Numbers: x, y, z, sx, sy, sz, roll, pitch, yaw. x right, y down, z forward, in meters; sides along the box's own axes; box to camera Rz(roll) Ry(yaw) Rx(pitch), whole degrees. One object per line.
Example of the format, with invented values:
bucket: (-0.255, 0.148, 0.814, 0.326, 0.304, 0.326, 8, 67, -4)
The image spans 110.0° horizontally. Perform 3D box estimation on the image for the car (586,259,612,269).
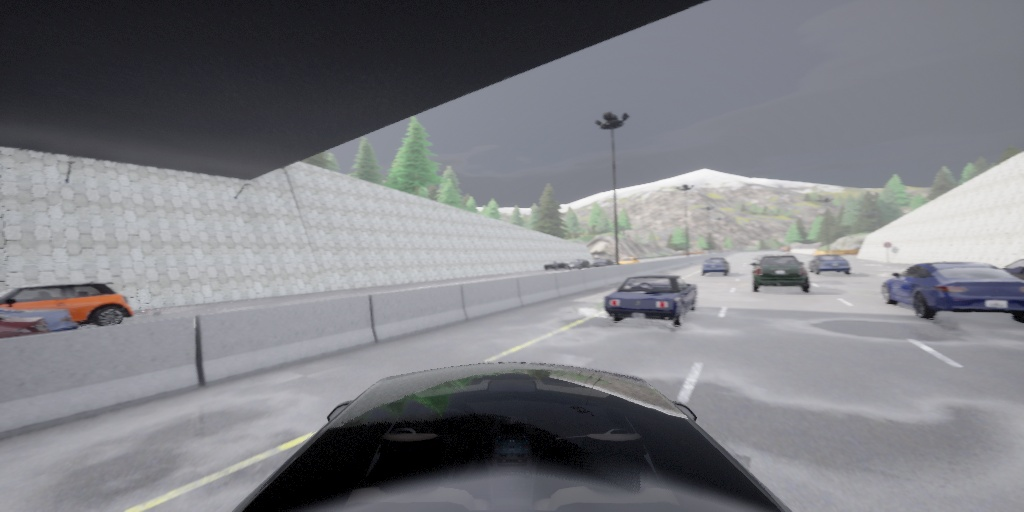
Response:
car: (12.237, 1.074, 48.106, 2.033, 1.411, 5.357, -2, 0, 34)

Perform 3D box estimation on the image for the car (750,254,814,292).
car: (13.031, 0.699, 17.630, 2.097, 1.767, 4.553, -2, 0, 34)

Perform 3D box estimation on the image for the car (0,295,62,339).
car: (-11.683, 1.729, 6.169, 1.812, 1.442, 4.674, -2, 0, 34)

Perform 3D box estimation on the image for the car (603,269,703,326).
car: (4.508, 1.230, 11.153, 1.895, 1.301, 4.718, -2, 0, 34)

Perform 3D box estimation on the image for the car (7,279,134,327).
car: (-16.159, 1.749, 12.074, 2.097, 1.767, 4.553, -2, 0, 34)

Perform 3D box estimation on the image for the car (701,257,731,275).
car: (16.825, 0.813, 29.600, 2.033, 1.411, 5.357, -2, 0, 34)

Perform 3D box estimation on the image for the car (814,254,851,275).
car: (22.644, 0.579, 25.715, 2.033, 1.411, 5.357, -2, 0, 34)

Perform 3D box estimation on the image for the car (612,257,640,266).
car: (14.837, 0.898, 45.714, 1.882, 1.535, 5.008, -2, -1, 34)

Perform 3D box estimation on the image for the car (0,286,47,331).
car: (-20.196, 2.025, 12.319, 1.882, 1.535, 5.008, -2, 0, 34)

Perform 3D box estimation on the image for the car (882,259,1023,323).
car: (12.091, 0.869, 9.939, 1.812, 1.442, 4.674, -2, 0, 34)

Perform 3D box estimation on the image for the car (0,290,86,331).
car: (-14.394, 1.862, 8.408, 2.033, 1.411, 5.357, -2, 0, 34)

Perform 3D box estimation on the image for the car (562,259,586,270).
car: (9.351, 1.144, 50.085, 2.128, 1.511, 4.902, -2, 0, 34)

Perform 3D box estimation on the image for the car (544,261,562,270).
car: (6.379, 1.363, 51.929, 1.895, 1.301, 4.718, -2, 0, 34)
